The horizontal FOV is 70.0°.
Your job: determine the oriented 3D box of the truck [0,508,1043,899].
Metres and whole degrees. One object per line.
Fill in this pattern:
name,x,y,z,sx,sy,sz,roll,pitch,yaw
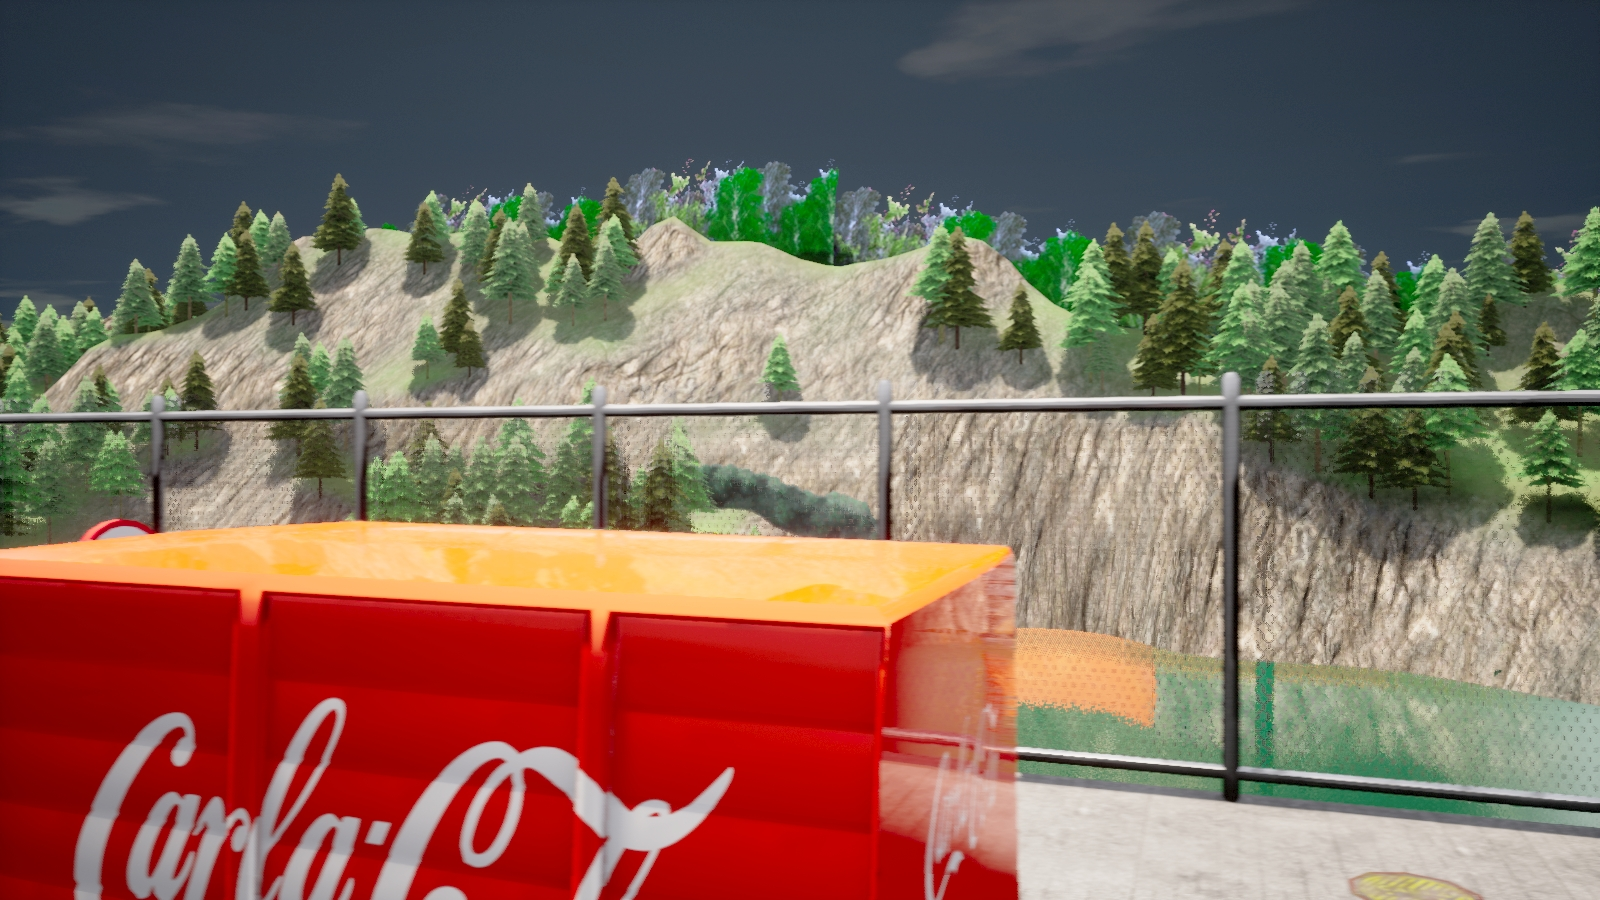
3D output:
truck,-1.862,1.568,4.509,5.204,2.467,2.627,0,0,20
